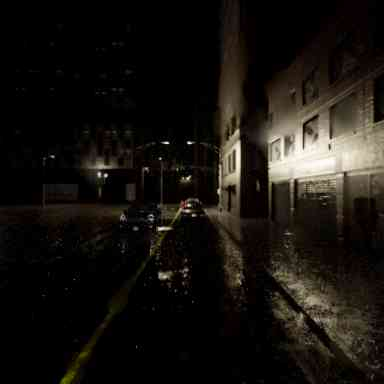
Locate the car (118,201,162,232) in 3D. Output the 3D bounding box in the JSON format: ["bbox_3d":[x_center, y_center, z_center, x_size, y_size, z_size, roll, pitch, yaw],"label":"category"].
[{"bbox_3d":[-3.042,1.406,20.318,2.097,1.767,4.553,0,0,0],"label":"car"}]

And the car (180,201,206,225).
[{"bbox_3d":[0.096,1.613,24.507,2.033,1.411,5.357,0,0,0],"label":"car"}]

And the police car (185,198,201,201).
[{"bbox_3d":[0.133,1.531,39.618,1.930,1.638,5.238,0,0,1],"label":"police car"}]
